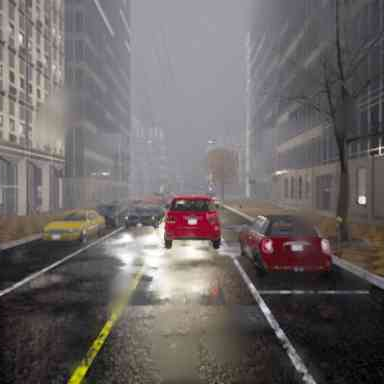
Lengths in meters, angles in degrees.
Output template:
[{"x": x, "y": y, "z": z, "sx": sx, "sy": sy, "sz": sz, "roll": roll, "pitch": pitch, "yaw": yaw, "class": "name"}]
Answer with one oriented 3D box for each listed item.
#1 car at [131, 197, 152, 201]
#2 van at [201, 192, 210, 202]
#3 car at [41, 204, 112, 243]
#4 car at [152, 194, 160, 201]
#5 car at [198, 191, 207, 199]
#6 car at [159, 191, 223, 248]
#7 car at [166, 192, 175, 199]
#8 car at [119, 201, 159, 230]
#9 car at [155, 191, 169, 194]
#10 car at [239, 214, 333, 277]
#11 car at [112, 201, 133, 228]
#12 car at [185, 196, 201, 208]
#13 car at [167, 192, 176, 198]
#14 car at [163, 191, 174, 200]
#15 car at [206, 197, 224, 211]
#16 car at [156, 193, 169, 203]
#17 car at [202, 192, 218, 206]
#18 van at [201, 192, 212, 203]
[{"x": -5.313, "y": 1.372, "z": 32.235, "sx": 1.802, "sy": 1.307, "sz": 4.206, "roll": 0, "pitch": 0, "yaw": 0, "class": "car"}, {"x": 2.571, "y": 0.907, "z": 65.517, "sx": 1.690, "sy": 1.788, "sz": 3.998, "roll": 0, "pitch": 0, "yaw": 0, "class": "van"}, {"x": -5.314, "y": 1.425, "z": 15.422, "sx": 1.752, "sy": 1.417, "sz": 4.829, "roll": 0, "pitch": 0, "yaw": 0, "class": "car"}, {"x": -5.311, "y": 1.261, "z": 43.330, "sx": 1.887, "sy": 1.381, "sz": 4.507, "roll": 0, "pitch": 0, "yaw": 0, "class": "car"}, {"x": 2.572, "y": 0.766, "z": 82.158, "sx": 2.192, "sy": 1.841, "sz": 5.009, "roll": 0, "pitch": 0, "yaw": 0, "class": "car"}, {"x": 0.013, "y": 1.128, "z": 14.423, "sx": 2.150, "sy": 2.045, "sz": 5.566, "roll": 0, "pitch": 0, "yaw": 0, "class": "car"}, {"x": -5.308, "y": 0.891, "z": 82.160, "sx": 1.967, "sy": 1.590, "sz": 4.097, "roll": 0, "pitch": 0, "yaw": 0, "class": "car"}, {"x": -2.838, "y": 1.469, "z": 20.267, "sx": 1.895, "sy": 1.301, "sz": 4.718, "roll": 0, "pitch": 0, "yaw": 0, "class": "car"}, {"x": -5.311, "y": 0.957, "z": 54.422, "sx": 2.192, "sy": 1.841, "sz": 5.009, "roll": 0, "pitch": 0, "yaw": 0, "class": "car"}, {"x": 2.565, "y": 1.375, "z": 10.044, "sx": 1.967, "sy": 1.590, "sz": 4.097, "roll": 0, "pitch": 0, "yaw": 0, "class": "car"}, {"x": -5.313, "y": 1.429, "z": 21.140, "sx": 1.947, "sy": 1.339, "sz": 4.313, "roll": 0, "pitch": 0, "yaw": 0, "class": "car"}, {"x": 0.105, "y": 1.286, "z": 42.627, "sx": 1.994, "sy": 1.385, "sz": 4.181, "roll": 0, "pitch": 1, "yaw": 0, "class": "car"}, {"x": -5.398, "y": 0.852, "z": 87.703, "sx": 1.967, "sy": 1.590, "sz": 4.097, "roll": 0, "pitch": 0, "yaw": 0, "class": "car"}, {"x": -5.309, "y": 0.804, "z": 76.612, "sx": 2.192, "sy": 1.841, "sz": 5.009, "roll": 0, "pitch": 0, "yaw": 0, "class": "car"}, {"x": 2.568, "y": 1.278, "z": 37.951, "sx": 1.752, "sy": 1.417, "sz": 4.829, "roll": 0, "pitch": 0, "yaw": 0, "class": "car"}, {"x": -5.310, "y": 1.044, "z": 59.971, "sx": 1.967, "sy": 1.590, "sz": 4.097, "roll": 0, "pitch": 0, "yaw": 0, "class": "car"}, {"x": 2.573, "y": 0.994, "z": 48.873, "sx": 2.192, "sy": 1.841, "sz": 5.009, "roll": 0, "pitch": 0, "yaw": 0, "class": "car"}, {"x": 2.570, "y": 0.945, "z": 59.969, "sx": 1.690, "sy": 1.788, "sz": 3.998, "roll": 0, "pitch": 0, "yaw": 0, "class": "van"}]
